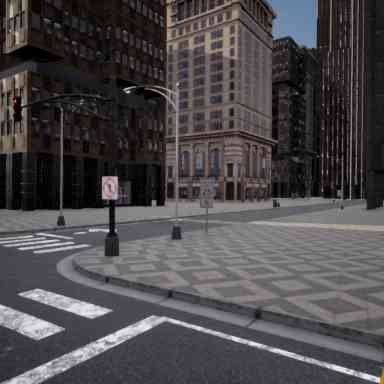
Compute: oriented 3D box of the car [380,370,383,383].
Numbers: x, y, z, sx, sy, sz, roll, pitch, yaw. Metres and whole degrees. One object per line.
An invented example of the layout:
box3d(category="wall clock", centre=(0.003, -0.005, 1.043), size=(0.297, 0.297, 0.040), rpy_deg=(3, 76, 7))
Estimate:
box3d(category="car", centre=(3.507, 1.478, 1.192), size=(5.008, 1.535, 1.882), rpy_deg=(0, 0, 35))
